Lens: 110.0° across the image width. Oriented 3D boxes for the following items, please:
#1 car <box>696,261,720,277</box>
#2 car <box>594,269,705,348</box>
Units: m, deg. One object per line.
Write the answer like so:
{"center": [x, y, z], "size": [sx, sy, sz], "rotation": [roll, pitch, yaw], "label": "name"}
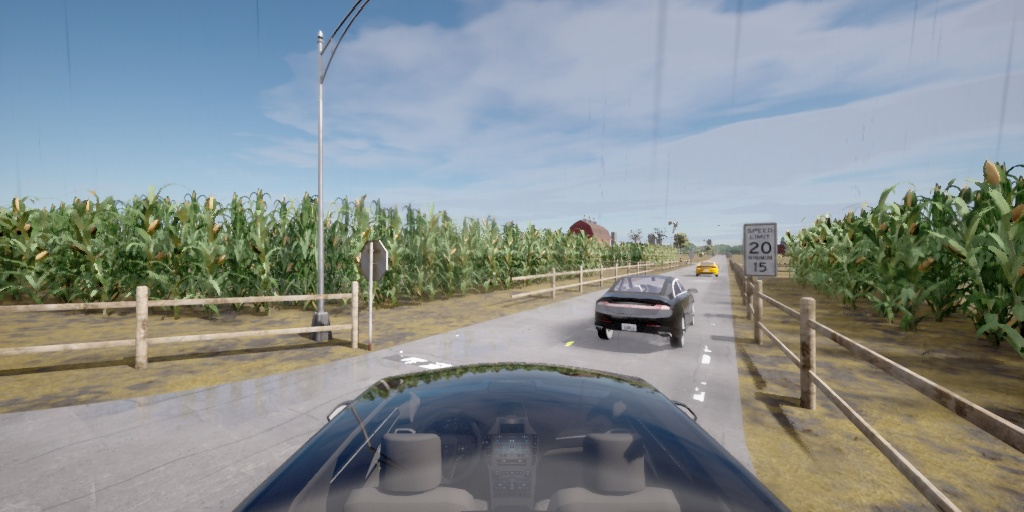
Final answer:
{"center": [19.732, 1.244, 36.181], "size": [1.882, 1.535, 5.008], "rotation": [0, 0, 31], "label": "car"}
{"center": [3.638, 1.244, 9.410], "size": [2.128, 1.511, 4.902], "rotation": [0, 0, 31], "label": "car"}
